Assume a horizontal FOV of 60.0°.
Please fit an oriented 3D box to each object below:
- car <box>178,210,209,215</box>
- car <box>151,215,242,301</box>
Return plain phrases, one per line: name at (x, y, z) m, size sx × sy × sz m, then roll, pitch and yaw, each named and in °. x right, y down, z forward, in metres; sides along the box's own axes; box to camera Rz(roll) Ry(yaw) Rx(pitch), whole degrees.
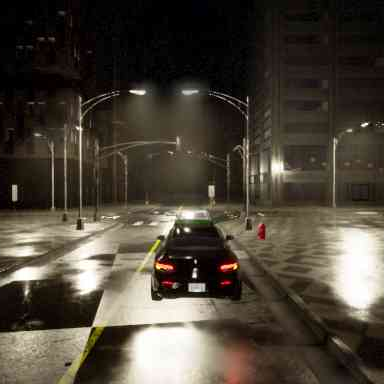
car at (0.076, 1.593, 17.211) m, size 1.895 × 1.301 × 4.718 m, roll 0°, pitch 0°, yaw 0°
car at (0.086, 1.523, 8.186) m, size 1.812 × 1.442 × 4.674 m, roll 0°, pitch 0°, yaw 0°
